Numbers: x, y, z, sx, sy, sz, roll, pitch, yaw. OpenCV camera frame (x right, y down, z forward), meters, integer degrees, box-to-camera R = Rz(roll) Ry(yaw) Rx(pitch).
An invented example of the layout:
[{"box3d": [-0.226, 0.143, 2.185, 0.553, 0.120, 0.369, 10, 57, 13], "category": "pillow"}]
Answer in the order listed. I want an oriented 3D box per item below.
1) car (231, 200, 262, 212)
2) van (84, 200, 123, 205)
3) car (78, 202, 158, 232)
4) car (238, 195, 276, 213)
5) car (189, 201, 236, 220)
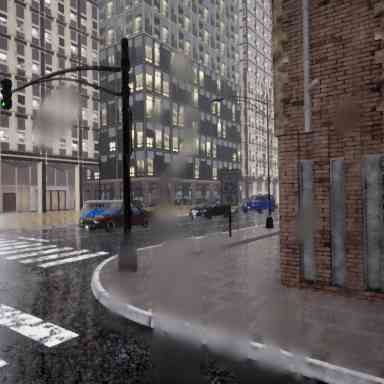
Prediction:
[{"box3d": [6.870, 1.689, 41.360, 1.752, 1.417, 4.829, -2, -1, 36], "category": "car"}, {"box3d": [-5.964, 1.460, 23.450, 1.690, 1.788, 3.998, -2, -1, 36], "category": "van"}, {"box3d": [-4.446, 1.614, 21.115, 2.033, 1.411, 5.357, -1, -1, 36], "category": "car"}, {"box3d": [7.727, 1.329, 38.097, 2.150, 2.045, 5.566, -1, -1, 36], "category": "car"}, {"box3d": [1.636, 1.578, 29.603, 2.128, 1.511, 4.902, -1, -1, 36], "category": "car"}]
